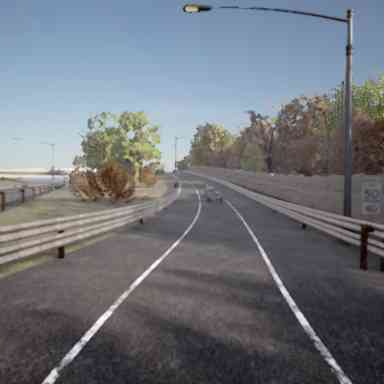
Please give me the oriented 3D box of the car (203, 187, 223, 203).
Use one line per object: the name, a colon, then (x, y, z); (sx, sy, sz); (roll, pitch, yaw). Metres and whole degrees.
car: (2.795, 0.544, 42.008); (2.128, 1.511, 4.902); (0, 3, 0)
